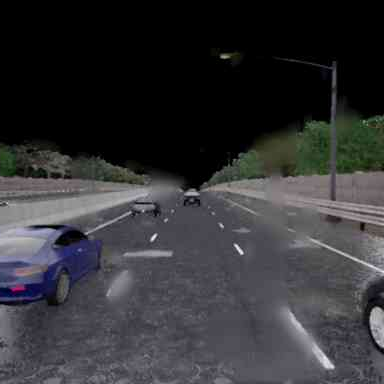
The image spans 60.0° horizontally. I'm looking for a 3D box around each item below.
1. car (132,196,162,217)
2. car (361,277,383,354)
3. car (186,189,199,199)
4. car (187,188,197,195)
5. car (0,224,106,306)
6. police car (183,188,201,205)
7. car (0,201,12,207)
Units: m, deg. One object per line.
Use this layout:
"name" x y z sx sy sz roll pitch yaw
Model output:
"car" -3.404 1.074 25.678 2.128 1.511 4.902 0 2 0
"car" 3.499 1.493 3.141 1.837 1.490 4.892 0 0 0
"car" 0.091 0.273 55.082 2.128 1.511 4.902 0 1 0
"car" -0.012 -0.126 73.440 1.994 1.385 4.181 0 1 0
"car" -3.401 1.478 7.759 1.812 1.442 4.674 0 1 0
"police car" -0.006 0.626 39.323 1.930 1.638 5.238 0 2 0
"car" -14.052 1.266 22.642 1.895 1.301 4.718 0 2 1
